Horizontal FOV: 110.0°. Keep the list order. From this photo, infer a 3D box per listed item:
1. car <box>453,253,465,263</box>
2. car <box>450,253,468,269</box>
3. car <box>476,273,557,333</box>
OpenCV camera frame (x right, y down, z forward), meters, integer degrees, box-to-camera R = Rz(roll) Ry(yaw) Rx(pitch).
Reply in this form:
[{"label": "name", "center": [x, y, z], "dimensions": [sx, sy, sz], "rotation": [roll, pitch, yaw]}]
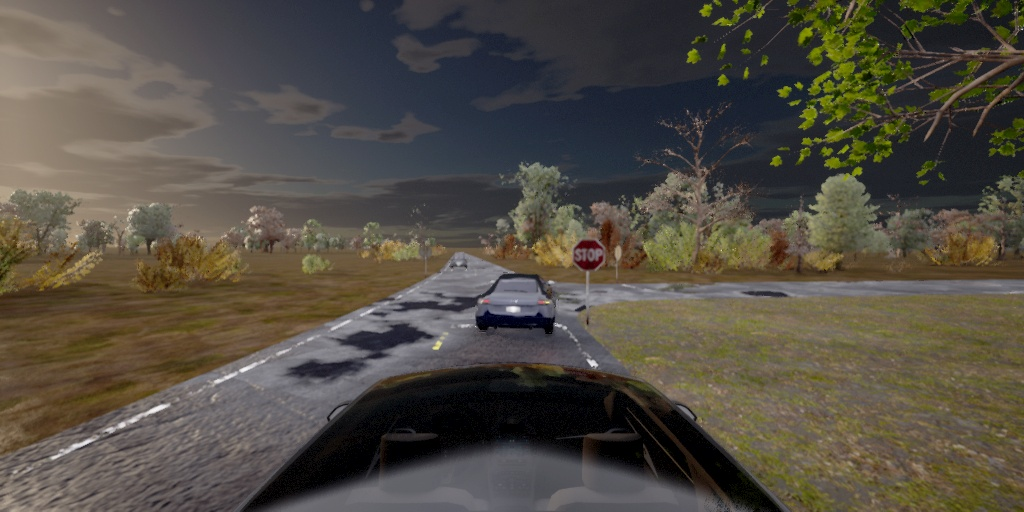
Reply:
[{"label": "car", "center": [-9.032, 0.283, 61.533], "dimensions": [1.882, 1.535, 5.008], "rotation": [0, 1, -8]}, {"label": "car", "center": [-5.946, 0.633, 40.372], "dimensions": [2.128, 1.511, 4.902], "rotation": [0, 1, -8]}, {"label": "car", "center": [0.265, 1.180, 10.357], "dimensions": [1.994, 1.385, 4.181], "rotation": [0, 1, 7]}]
